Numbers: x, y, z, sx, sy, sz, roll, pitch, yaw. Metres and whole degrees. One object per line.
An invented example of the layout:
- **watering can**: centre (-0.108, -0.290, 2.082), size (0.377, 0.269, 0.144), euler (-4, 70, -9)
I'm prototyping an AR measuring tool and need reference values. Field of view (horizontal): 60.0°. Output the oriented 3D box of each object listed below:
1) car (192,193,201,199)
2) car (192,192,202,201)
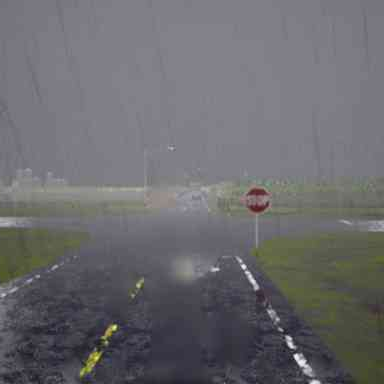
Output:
- **car**: centre (1.118, 0.841, 80.059), size (1.994, 1.385, 4.181), euler (0, 0, 1)
- **car**: centre (0.977, 0.878, 69.992), size (2.097, 1.767, 4.553), euler (0, 0, 1)
